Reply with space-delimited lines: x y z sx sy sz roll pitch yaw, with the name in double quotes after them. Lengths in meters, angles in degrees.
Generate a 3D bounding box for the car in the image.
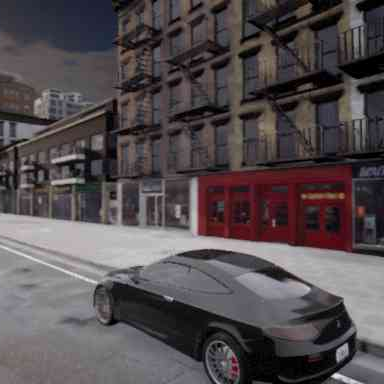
0.115 1.669 5.432 1.812 1.442 4.674 1 -2 -43 "car"
